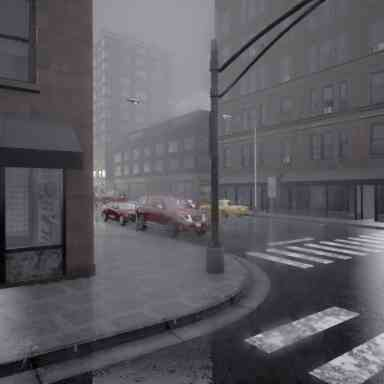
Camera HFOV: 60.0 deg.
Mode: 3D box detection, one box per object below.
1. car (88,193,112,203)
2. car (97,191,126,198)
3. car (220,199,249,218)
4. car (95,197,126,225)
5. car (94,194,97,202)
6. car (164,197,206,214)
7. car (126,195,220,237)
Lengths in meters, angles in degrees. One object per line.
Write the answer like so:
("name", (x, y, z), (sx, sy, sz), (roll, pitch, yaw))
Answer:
("car", (-13.549, 0.883, 48.717), (2.008, 1.369, 4.403), (1, 0, -36))
("car", (-10.333, 0.717, 44.274), (2.192, 1.841, 5.009), (1, 0, -36))
("car", (2.419, 1.222, 26.648), (1.752, 1.417, 4.829), (1, 0, -36))
("car", (-4.393, 1.288, 21.520), (1.887, 1.381, 4.507), (1, 0, -36))
("car", (-14.228, 0.882, 45.174), (1.837, 1.490, 4.892), (0, 1, -35))
("car", (-0.695, 1.203, 30.952), (1.802, 1.307, 4.206), (1, 0, -36))
("car", (-1.175, 1.138, 17.079), (2.192, 1.841, 5.009), (1, 0, -36))
